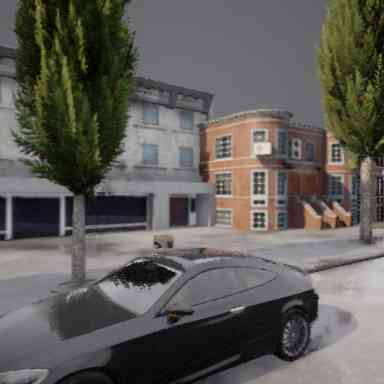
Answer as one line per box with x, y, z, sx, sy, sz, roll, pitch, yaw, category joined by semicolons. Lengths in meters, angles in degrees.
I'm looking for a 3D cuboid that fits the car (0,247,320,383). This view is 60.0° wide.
-0.182;1.539;4.444;4.674;1.442;1.812;1;0;-35;car
